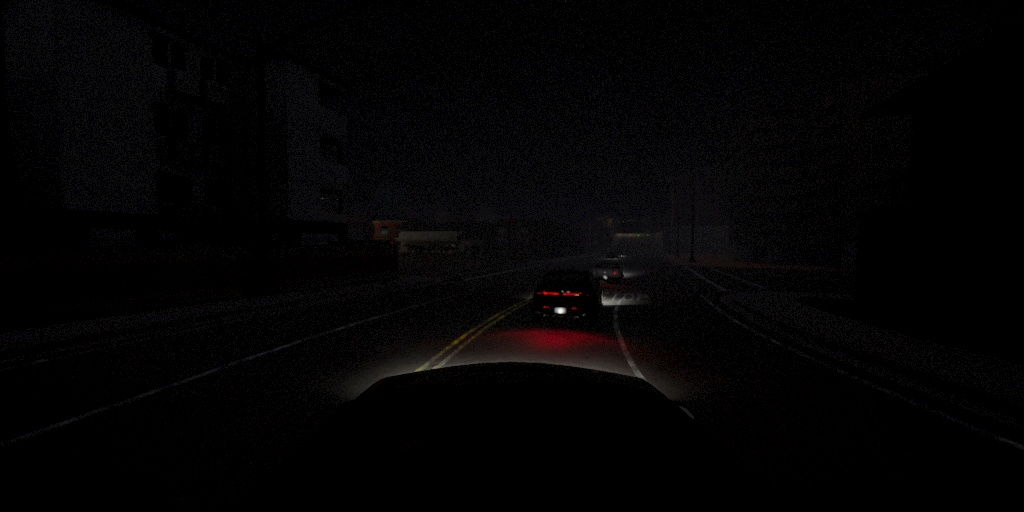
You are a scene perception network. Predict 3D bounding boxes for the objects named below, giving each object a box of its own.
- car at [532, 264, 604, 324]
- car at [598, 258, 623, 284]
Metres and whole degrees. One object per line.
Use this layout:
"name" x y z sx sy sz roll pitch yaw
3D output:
"car" 1.925 1.168 11.759 1.837 1.490 4.892 1 1 16
"car" 7.215 1.108 26.815 1.895 1.301 4.718 1 2 21
